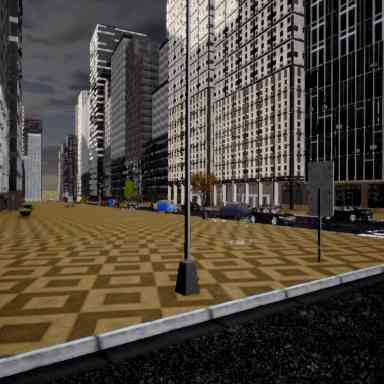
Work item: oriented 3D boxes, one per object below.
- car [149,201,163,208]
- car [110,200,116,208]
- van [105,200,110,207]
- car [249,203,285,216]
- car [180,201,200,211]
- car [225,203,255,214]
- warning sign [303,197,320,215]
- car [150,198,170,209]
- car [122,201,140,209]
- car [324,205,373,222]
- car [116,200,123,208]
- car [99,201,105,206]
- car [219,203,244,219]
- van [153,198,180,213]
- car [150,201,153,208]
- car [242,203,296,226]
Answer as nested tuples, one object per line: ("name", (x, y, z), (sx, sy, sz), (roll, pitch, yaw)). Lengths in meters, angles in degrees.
("car", (-8.169, 2.809, 75.173), (1.802, 1.307, 4.206), (-1, -1, -26))
("car", (-15.726, 2.731, 71.550), (1.887, 1.381, 4.507), (-1, -1, -26))
("van", (-18.161, 2.635, 76.623), (1.690, 1.788, 3.998), (-1, -1, -26))
("car", (8.855, 2.068, 39.675), (1.947, 1.339, 4.313), (-1, -1, -26))
("car", (-0.427, 2.281, 53.064), (1.837, 1.490, 4.892), (0, -2, -26))
("car", (6.423, 2.168, 44.746), (1.947, 1.339, 4.313), (-1, -1, -26))
("warning sign", (13.088, 1.544, 36.413), (1.300, 1.860, 1.060), (1, -1, -26))
("car", (-6.409, 2.257, 65.537), (2.150, 2.045, 5.566), (0, -1, -26))
("car", (-10.862, 2.525, 61.407), (2.008, 1.369, 4.403), (-1, -1, -26))
("car", (13.719, 1.854, 29.532), (2.008, 1.369, 4.403), (-1, -1, -26))
("car", (-13.221, 2.602, 66.326), (1.752, 1.417, 4.829), (-1, -1, -26))
("car", (-23.022, 3.053, 86.762), (1.887, 1.381, 4.507), (-1, -1, -26))
("car", (4.811, 1.973, 34.745), (2.033, 1.411, 5.357), (0, -1, -26))
("van", (-3.569, 2.005, 46.197), (1.690, 1.788, 3.998), (-1, -1, -26))
("car", (-4.766, 2.307, 54.901), (1.882, 1.535, 5.008), (0, -2, -25))
("car", (6.164, 1.814, 25.908), (2.008, 1.369, 4.403), (-1, -1, -26))
